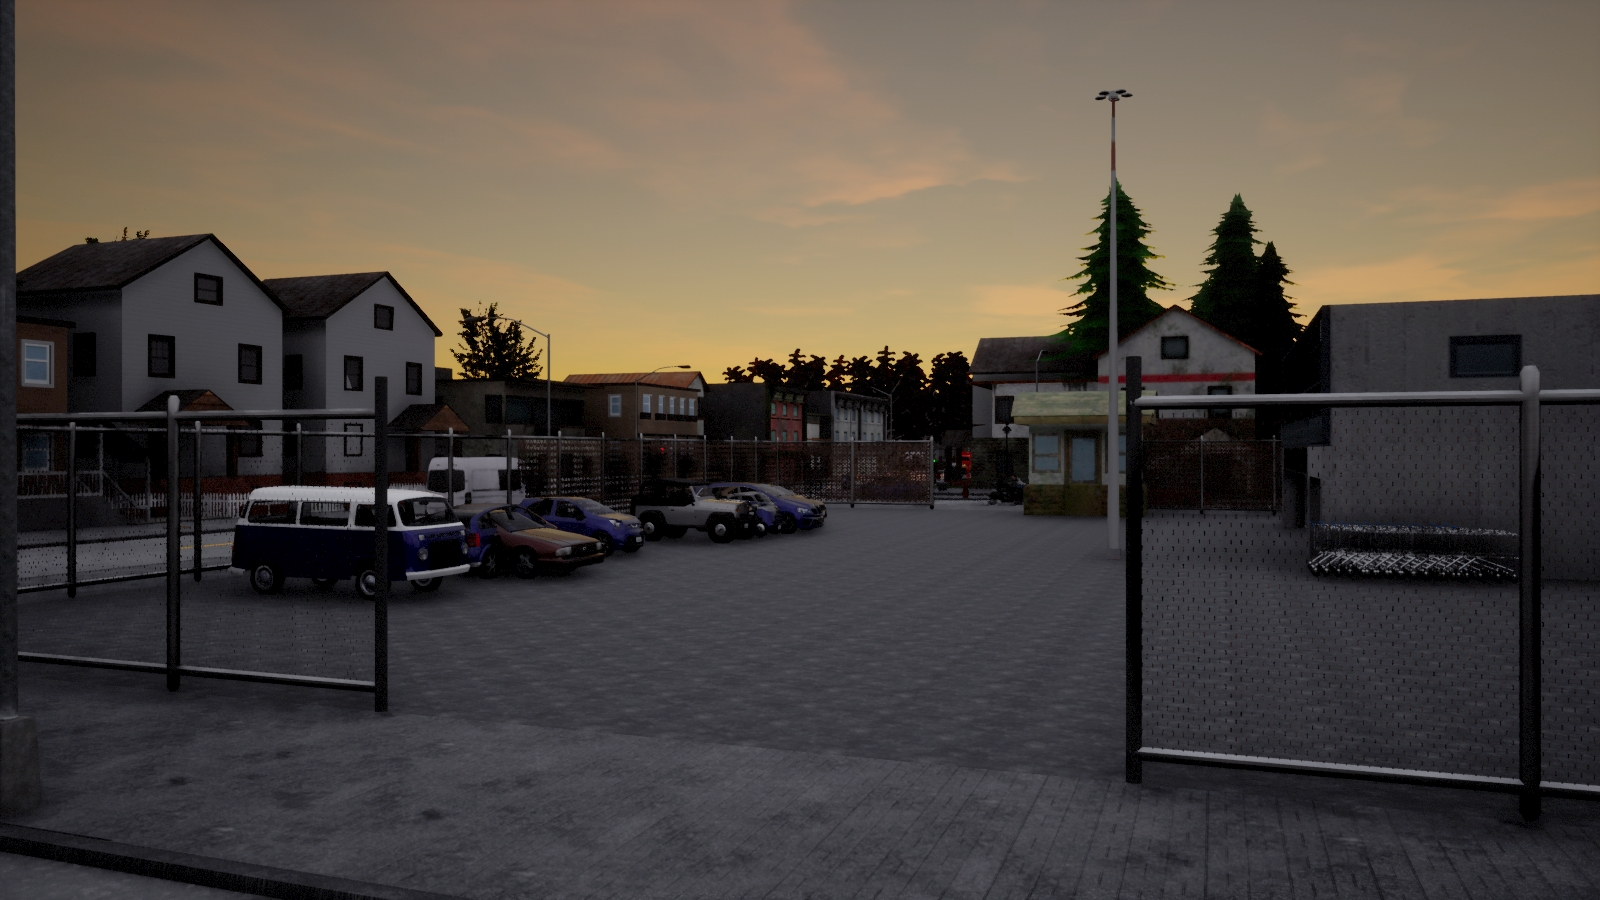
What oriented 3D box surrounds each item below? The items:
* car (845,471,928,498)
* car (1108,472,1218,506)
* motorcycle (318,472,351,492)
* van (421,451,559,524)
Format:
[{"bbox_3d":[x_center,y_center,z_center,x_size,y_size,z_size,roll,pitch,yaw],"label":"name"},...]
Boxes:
[{"bbox_3d":[4.820,1.901,63.331,4.181,1.385,1.994,0,0,20],"label":"car"},{"bbox_3d":[17.334,1.842,54.508,4.892,1.480,2.231,0,0,20],"label":"car"},{"bbox_3d":[-29.007,1.970,71.164,1.805,1.236,0.856,0,0,18],"label":"motorcycle"},{"bbox_3d":[-11.617,1.320,43.360,1.988,2.561,5.915,0,0,20],"label":"van"}]
